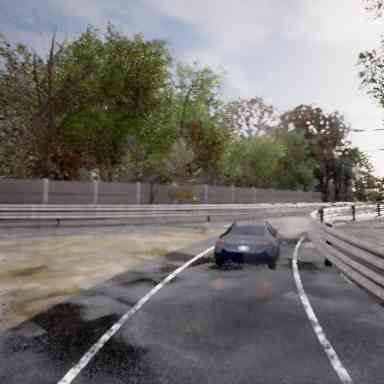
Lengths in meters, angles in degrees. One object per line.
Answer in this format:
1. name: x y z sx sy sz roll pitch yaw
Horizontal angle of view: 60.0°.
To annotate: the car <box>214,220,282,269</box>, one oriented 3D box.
1. car: 2.120 1.672 11.847 1.994 1.385 4.181 1 0 17
